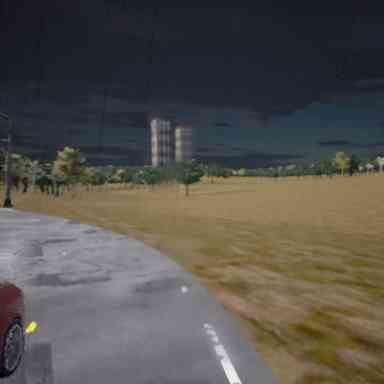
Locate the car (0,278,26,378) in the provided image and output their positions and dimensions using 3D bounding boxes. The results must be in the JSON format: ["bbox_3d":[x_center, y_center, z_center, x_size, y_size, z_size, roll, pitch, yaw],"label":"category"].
[{"bbox_3d":[-3.015,1.604,2.876,1.812,1.442,4.674,-1,-1,-7],"label":"car"}]
